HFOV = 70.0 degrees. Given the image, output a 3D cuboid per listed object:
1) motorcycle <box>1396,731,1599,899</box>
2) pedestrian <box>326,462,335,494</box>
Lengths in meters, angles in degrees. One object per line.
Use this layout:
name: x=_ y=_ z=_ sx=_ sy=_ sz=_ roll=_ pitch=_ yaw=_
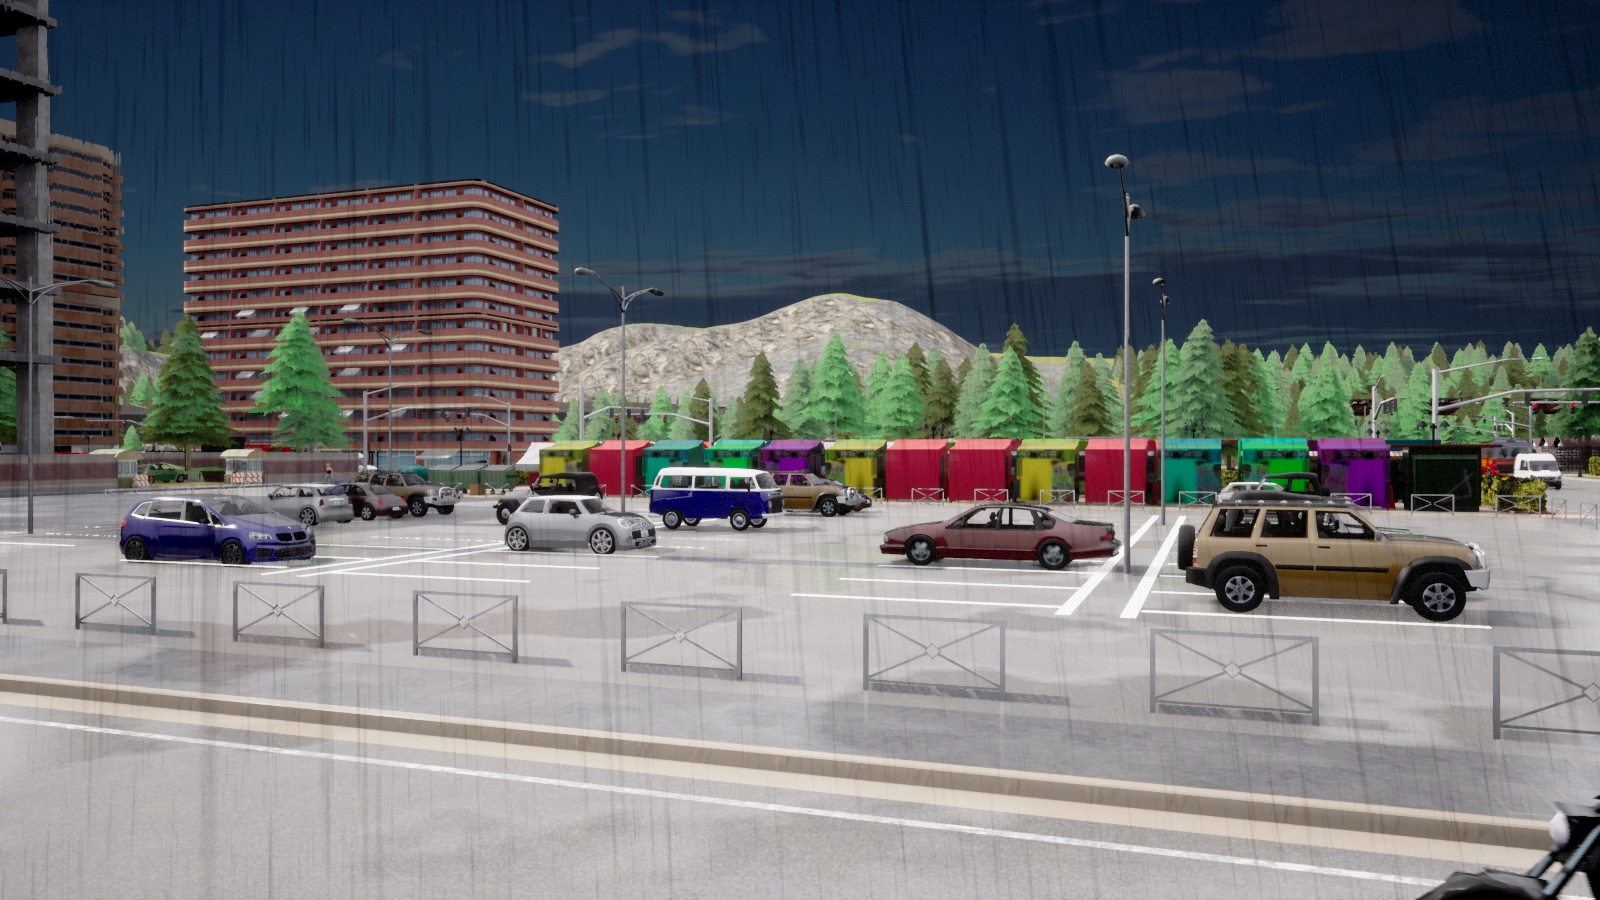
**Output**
motorcycle: x=4.171 y=2.155 z=5.358 sx=2.356 sy=1.307 sz=0.764 roll=0 pitch=0 yaw=20
pedestrian: x=-27.793 y=1.643 z=67.623 sx=0.375 sy=1.860 sz=0.375 roll=0 pitch=0 yaw=19
